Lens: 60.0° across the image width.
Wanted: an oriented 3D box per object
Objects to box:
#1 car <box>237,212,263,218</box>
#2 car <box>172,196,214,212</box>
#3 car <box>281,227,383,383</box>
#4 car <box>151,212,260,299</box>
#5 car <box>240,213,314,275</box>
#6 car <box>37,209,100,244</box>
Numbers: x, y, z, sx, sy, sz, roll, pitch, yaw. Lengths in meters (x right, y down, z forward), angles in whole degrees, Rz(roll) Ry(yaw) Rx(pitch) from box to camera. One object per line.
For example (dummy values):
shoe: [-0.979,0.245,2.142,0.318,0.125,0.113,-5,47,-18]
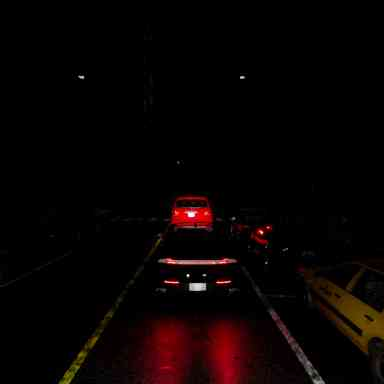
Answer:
car: [2.861,1.576,15.814,1.802,1.307,4.206,-1,0,0]
car: [0.061,1.214,18.749,2.150,2.045,5.566,0,0,2]
car: [2.864,1.524,4.812,1.752,1.417,4.829,-1,0,0]
car: [0.096,1.489,8.400,2.128,1.511,4.902,0,0,0]
car: [2.863,1.562,10.228,1.947,1.339,4.313,-1,0,0]
car: [-5.685,1.539,15.808,1.887,1.381,4.507,-1,0,0]
